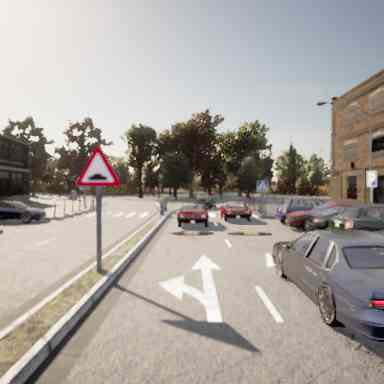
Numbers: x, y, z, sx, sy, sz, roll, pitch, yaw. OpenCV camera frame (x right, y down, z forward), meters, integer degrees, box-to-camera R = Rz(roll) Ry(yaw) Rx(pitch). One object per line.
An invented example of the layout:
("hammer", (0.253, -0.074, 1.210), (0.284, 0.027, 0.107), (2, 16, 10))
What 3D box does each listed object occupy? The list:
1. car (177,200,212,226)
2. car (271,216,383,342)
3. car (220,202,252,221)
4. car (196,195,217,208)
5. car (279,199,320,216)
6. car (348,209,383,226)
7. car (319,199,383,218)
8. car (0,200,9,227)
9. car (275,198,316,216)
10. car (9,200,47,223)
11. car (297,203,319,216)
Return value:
("car", (0.120, 1.408, 21.404), (1.895, 1.301, 4.718), (0, 1, 2))
("car", (3.104, 1.495, 6.810), (2.033, 1.411, 5.357), (0, 0, 0))
("car", (3.123, 1.368, 24.583), (1.895, 1.301, 4.718), (0, 1, 1))
("car", (1.611, 1.101, 37.777), (1.837, 1.490, 4.892), (0, 1, 13))
("car", (7.655, 1.325, 18.101), (5.008, 1.535, 2.097), (0, 1, 0))
("car", (7.651, 1.405, 9.826), (4.892, 1.521, 2.231), (0, 1, 0))
("car", (7.615, 1.254, 12.586), (4.553, 1.767, 2.185), (0, 1, 0))
("car", (-12.539, 1.219, 17.280), (4.553, 1.767, 2.185), (0, 1, 0))
("car", (7.620, 1.167, 20.862), (4.553, 1.767, 2.185), (0, 1, 0))
("car", (-12.470, 1.306, 22.716), (4.792, 1.488, 2.163), (0, 1, 0))
("car", (7.645, 1.392, 15.346), (4.674, 1.452, 2.002), (0, 1, 0))
